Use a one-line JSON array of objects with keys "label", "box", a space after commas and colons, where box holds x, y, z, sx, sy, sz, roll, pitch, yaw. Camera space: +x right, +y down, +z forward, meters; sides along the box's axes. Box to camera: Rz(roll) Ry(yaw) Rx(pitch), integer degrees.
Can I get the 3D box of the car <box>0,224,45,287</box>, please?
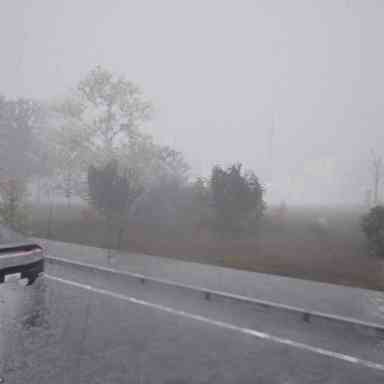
[{"label": "car", "box": [-5.547, 1.496, 8.132, 4.902, 1.511, 2.128, 0, 0, 36]}]
